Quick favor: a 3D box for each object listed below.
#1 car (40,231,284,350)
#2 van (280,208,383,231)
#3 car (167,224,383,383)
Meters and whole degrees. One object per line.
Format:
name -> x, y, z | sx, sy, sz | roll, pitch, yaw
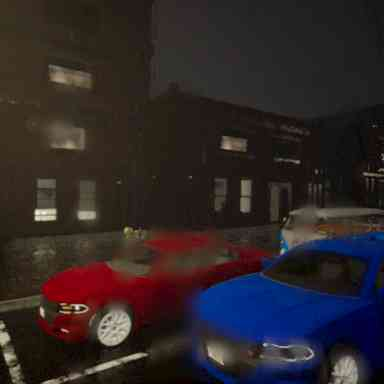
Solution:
car -> -0.394, 1.553, 6.260 | 4.507, 1.381, 1.887 | 0, 1, -35
van -> 4.241, 1.364, 9.557 | 3.998, 1.788, 1.690 | 0, 1, -35
car -> 2.299, 1.490, 5.004 | 5.008, 1.535, 1.882 | 1, 0, -35
